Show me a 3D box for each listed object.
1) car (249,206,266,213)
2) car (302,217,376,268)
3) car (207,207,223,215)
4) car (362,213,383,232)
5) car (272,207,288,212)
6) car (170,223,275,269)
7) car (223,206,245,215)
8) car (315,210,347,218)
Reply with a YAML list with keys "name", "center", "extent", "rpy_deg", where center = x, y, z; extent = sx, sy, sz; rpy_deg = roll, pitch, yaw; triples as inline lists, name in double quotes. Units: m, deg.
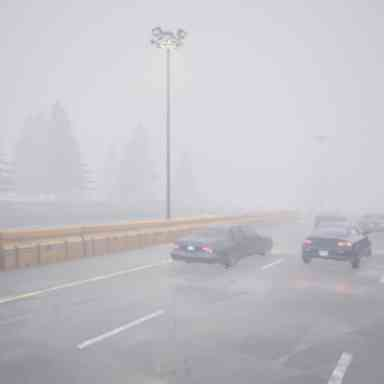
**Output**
- name: "car"
  center: [10.910, 3.066, 55.073]
  extent: [1.882, 1.535, 5.008]
  rpy_deg: [-1, -2, 25]
- name: "car"
  center: [5.614, 1.888, 12.732]
  extent: [1.812, 1.442, 4.674]
  rpy_deg: [-1, -2, 35]
- name: "car"
  center: [4.326, 3.230, 57.414]
  extent: [2.033, 1.411, 5.357]
  rpy_deg: [-1, -2, 26]
- name: "car"
  center: [12.762, 2.191, 23.216]
  extent: [2.033, 1.411, 5.357]
  rpy_deg: [-1, -2, 34]
- name: "car"
  center: [14.272, 3.090, 53.923]
  extent: [2.033, 1.411, 5.357]
  rpy_deg: [-1, -2, 26]
- name: "car"
  center: [1.407, 1.928, 12.836]
  extent: [2.033, 1.411, 5.357]
  rpy_deg: [-1, -2, 35]
- name: "car"
  center: [7.600, 3.128, 56.261]
  extent: [2.128, 1.511, 4.902]
  rpy_deg: [-1, -2, 26]
- name: "car"
  center: [11.772, 2.265, 27.988]
  extent: [1.882, 1.535, 5.008]
  rpy_deg: [-1, -2, 34]
